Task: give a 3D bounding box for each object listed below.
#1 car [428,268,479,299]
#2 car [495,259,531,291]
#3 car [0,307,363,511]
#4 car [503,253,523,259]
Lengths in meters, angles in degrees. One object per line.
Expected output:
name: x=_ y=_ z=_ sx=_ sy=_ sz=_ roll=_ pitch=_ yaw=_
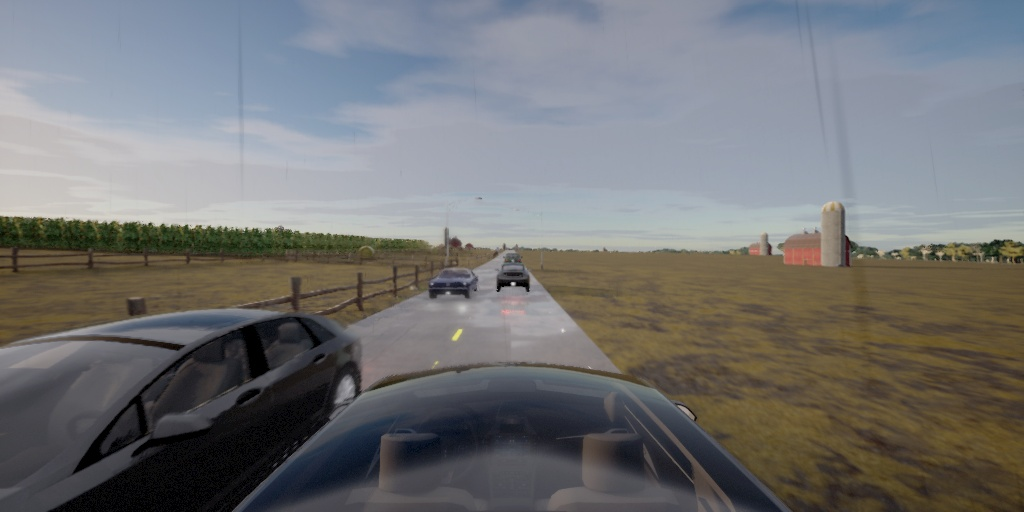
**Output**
car: x=-2.754 y=1.276 z=17.685 sx=1.895 sy=1.301 sz=4.718 roll=0 pitch=1 yaw=0
car: x=0.071 y=1.148 z=21.005 sx=1.837 sy=1.490 sz=4.892 roll=0 pitch=1 yaw=0
car: x=-2.818 y=1.257 z=2.713 sx=1.837 sy=1.490 sz=4.892 roll=0 pitch=0 yaw=0
car: x=0.096 y=0.616 z=43.200 sx=2.150 sy=2.045 sz=5.566 roll=0 pitch=1 yaw=0
